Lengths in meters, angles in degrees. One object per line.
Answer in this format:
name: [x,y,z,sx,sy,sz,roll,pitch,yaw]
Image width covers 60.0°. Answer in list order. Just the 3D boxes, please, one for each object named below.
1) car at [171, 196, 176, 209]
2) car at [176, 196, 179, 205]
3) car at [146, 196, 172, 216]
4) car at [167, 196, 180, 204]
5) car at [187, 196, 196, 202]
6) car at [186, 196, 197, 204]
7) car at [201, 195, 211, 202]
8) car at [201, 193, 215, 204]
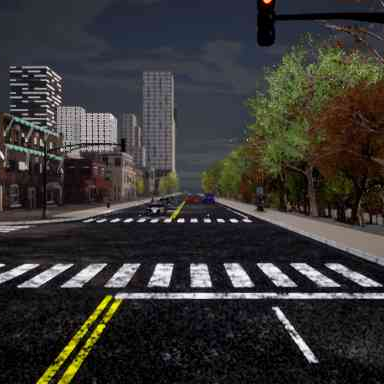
car: [-3.440,1.483,43.017,1.837,1.490,4.892,0,0,0]
car: [-3.457,1.477,53.157,1.837,1.490,4.892,0,0,0]
car: [-3.422,1.476,32.967,2.128,1.511,4.902,0,0,0]
car: [-3.443,1.457,63.547,2.128,1.511,4.902,0,0,1]
car: [-0.172,1.512,74.151,1.994,1.385,4.181,0,0,0]
car: [-0.049,1.530,62.899,1.994,1.385,4.181,0,0,0]
car: [3.072,1.436,74.393,1.882,1.535,5.008,0,0,0]
car: [3.200,1.187,63.818,2.150,2.045,5.566,0,0,0]
